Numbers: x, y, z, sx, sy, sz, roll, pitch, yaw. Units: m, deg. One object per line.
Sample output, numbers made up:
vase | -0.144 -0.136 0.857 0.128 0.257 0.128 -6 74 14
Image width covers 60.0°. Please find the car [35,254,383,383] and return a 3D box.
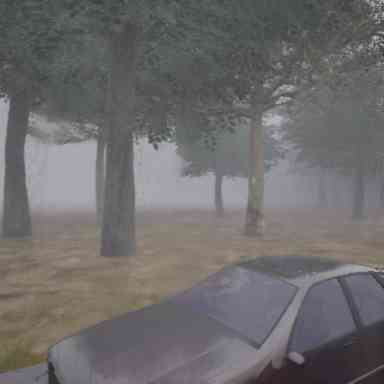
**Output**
car | 1.150 1.548 3.986 5.357 1.411 2.033 1 0 -33
